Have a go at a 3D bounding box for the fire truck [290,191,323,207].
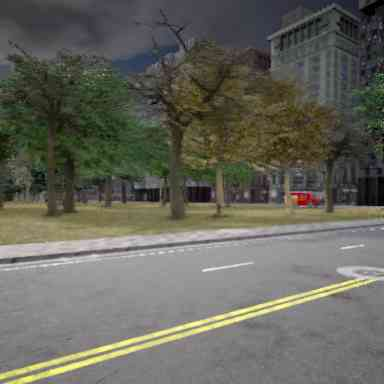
[{"bbox_3d":[26.283,1.624,78.022,2.891,3.827,8.468,1,-1,-35],"label":"fire truck"}]
